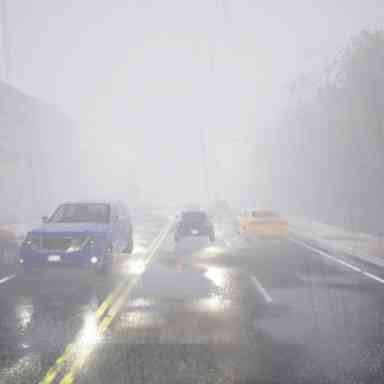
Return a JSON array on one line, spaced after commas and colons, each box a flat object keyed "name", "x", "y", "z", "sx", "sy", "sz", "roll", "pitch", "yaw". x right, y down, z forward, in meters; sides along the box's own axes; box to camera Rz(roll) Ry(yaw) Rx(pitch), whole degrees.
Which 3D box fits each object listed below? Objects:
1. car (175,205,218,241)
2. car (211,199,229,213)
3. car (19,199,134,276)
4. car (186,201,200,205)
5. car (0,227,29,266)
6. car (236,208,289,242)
[{"name": "car", "x": 0.108, "y": 1.590, "z": 16.895, "sx": 1.812, "sy": 1.442, "sz": 4.674, "roll": 0, "pitch": 0, "yaw": 0}, {"name": "car", "x": 3.366, "y": 1.655, "z": 39.885, "sx": 1.837, "sy": 1.490, "sz": 4.892, "roll": 0, "pitch": 0, "yaw": 0}, {"name": "car", "x": -3.323, "y": 1.264, "z": 10.824, "sx": 2.150, "sy": 2.045, "sz": 5.566, "roll": 0, "pitch": 0, "yaw": 0}, {"name": "car", "x": 0.116, "y": 1.753, "z": 40.536, "sx": 1.895, "sy": 1.301, "sz": 4.718, "roll": 0, "pitch": 0, "yaw": 0}, {"name": "car", "x": -6.579, "y": 1.562, "z": 9.059, "sx": 1.812, "sy": 1.442, "sz": 4.674, "roll": 0, "pitch": 0, "yaw": 0}, {"name": "car", "x": 3.357, "y": 1.542, "z": 16.688, "sx": 1.882, "sy": 1.535, "sz": 5.008, "roll": 0, "pitch": 0, "yaw": 0}]
